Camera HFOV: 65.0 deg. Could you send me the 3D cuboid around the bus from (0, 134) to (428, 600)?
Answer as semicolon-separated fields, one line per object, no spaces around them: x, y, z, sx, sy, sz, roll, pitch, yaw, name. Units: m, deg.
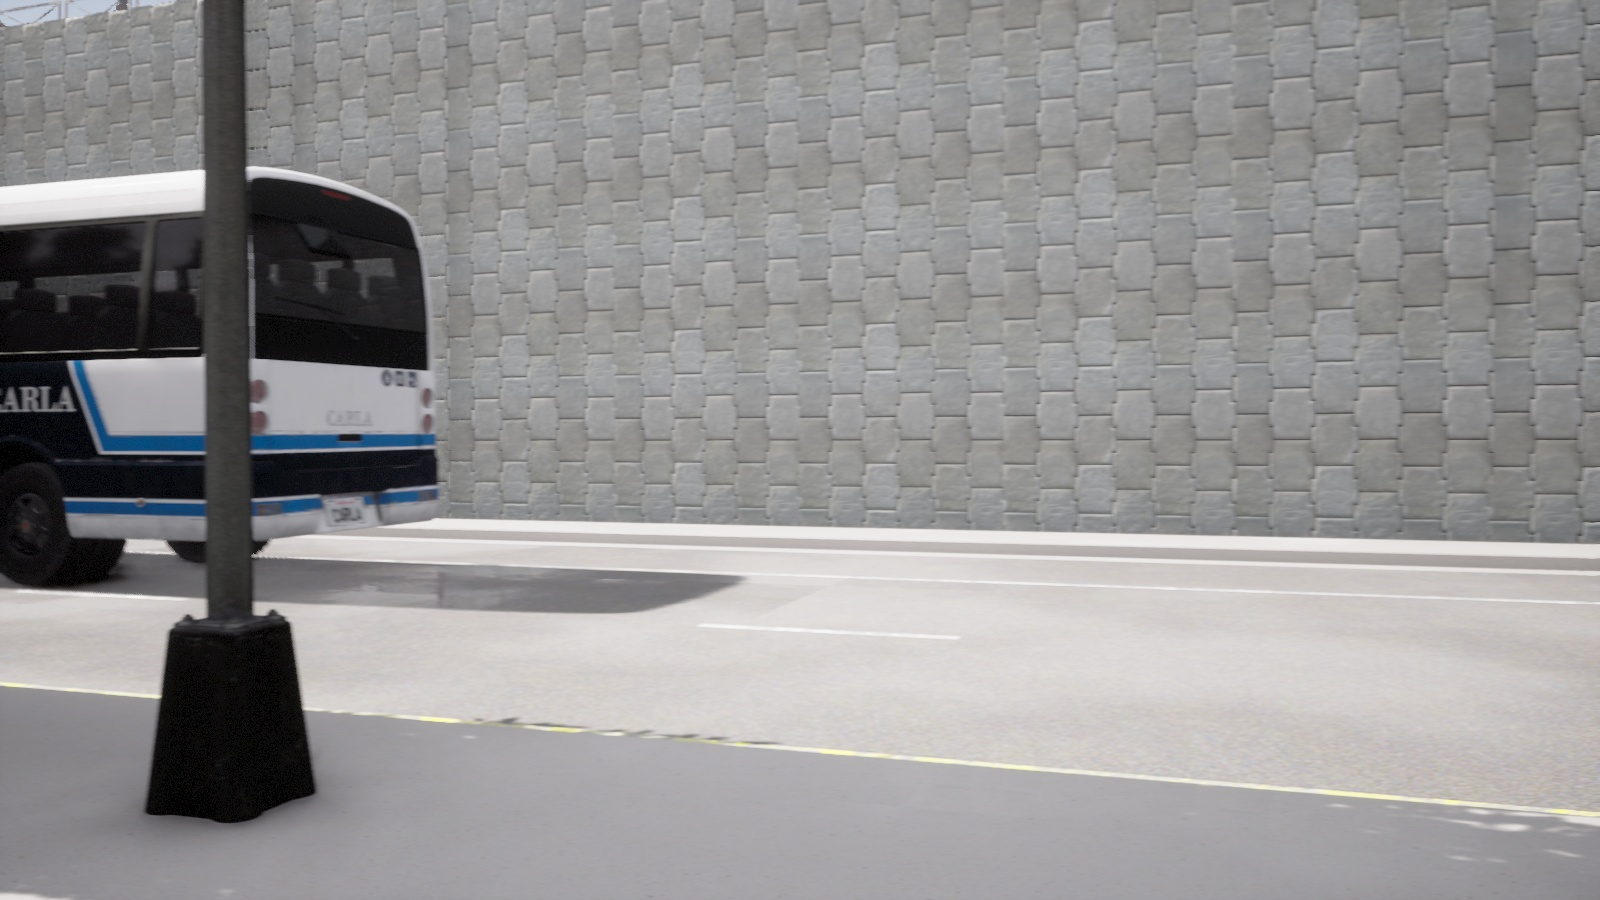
-10.002;-0.827;14.978;10.273;4.253;3.944;1;1;19;bus
